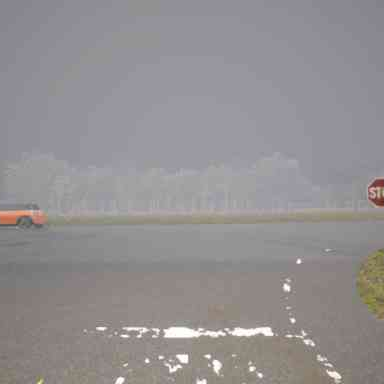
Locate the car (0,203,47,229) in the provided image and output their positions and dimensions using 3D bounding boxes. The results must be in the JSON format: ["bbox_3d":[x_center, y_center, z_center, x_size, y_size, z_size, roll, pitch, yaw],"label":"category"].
[{"bbox_3d":[-12.190,1.548,22.102,4.553,1.767,2.097,-1,-3,1],"label":"car"}]
